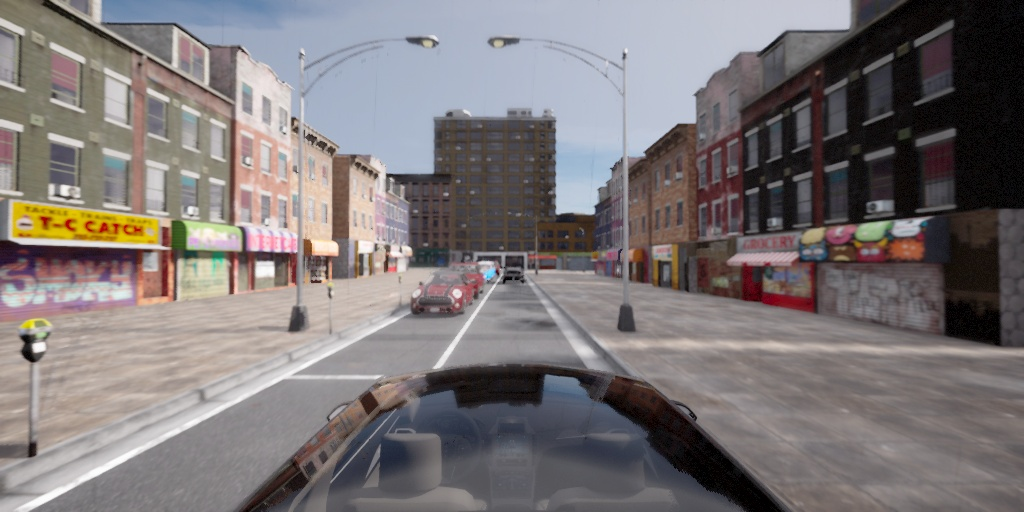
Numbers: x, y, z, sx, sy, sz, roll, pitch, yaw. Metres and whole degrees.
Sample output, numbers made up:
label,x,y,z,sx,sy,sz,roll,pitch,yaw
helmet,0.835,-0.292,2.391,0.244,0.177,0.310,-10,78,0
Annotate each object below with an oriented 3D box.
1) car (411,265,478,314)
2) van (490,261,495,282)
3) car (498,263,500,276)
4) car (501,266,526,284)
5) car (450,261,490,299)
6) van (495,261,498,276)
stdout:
label,x,y,z,sx,sy,sz,roll,pitch,yaw
car,-2.625,1.334,14.207,1.967,1.591,4.097,0,0,0
van,-2.609,1.416,30.539,1.690,1.789,3.998,0,0,0
car,-2.593,1.563,46.871,2.192,1.841,5.009,0,0,0
car,0.121,1.593,31.661,1.837,1.490,4.892,0,0,0
car,-2.620,1.270,19.651,2.192,1.841,5.009,0,0,0
van,-2.603,1.474,35.983,1.690,1.789,3.998,0,0,0
